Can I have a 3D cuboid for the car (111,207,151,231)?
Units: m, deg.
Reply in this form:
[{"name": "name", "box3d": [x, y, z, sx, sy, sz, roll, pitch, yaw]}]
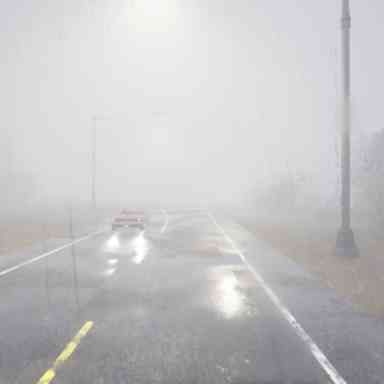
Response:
[{"name": "car", "box3d": [-3.698, 1.608, 20.709, 1.895, 1.301, 4.718, 0, 0, -1]}]
